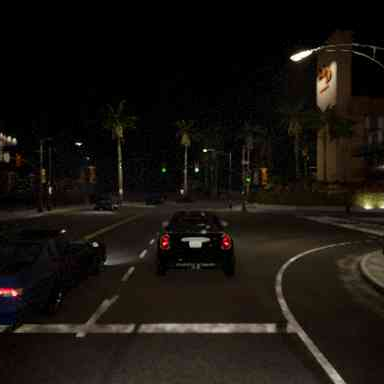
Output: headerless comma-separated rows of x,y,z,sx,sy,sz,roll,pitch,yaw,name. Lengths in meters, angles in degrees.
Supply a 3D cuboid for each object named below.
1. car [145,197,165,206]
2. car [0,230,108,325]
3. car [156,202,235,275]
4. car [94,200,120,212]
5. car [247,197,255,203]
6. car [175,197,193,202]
-6.410,1.630,58.047,1.837,1.490,4.892,0,-1,23,car
-3.407,1.564,7.482,2.033,1.411,5.357,0,0,0,car
0.093,1.374,10.695,2.097,1.767,4.553,0,0,0,car
-10.361,1.635,40.951,2.033,1.411,5.357,0,0,3,car
14.088,1.707,72.390,4.181,1.385,1.994,0,0,-32,car
-1.528,1.668,66.773,1.812,1.442,4.674,0,0,35,car
